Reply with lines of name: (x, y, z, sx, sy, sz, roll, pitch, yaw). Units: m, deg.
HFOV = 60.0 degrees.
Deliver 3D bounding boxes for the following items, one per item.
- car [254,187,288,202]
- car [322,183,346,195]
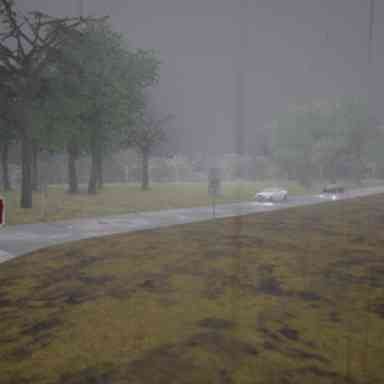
car: (8.325, 0.243, 34.591, 1.812, 1.442, 4.674, 1, 3, 43)
car: (20.165, -0.505, 47.228, 1.882, 1.535, 5.008, 1, 3, 43)
